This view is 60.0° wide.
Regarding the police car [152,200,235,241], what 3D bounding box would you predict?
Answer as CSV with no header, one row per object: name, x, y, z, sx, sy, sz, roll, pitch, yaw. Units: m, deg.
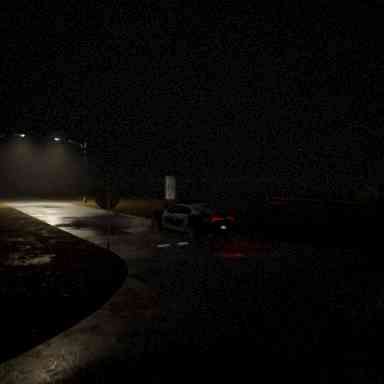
police car,-0.182,1.210,15.921,1.930,1.638,5.238,0,1,-35
